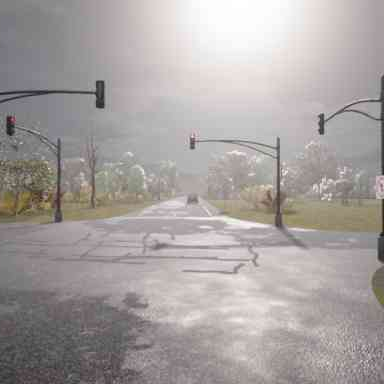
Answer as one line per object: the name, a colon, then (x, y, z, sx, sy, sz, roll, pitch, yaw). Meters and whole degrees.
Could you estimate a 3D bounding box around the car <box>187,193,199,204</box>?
car: (0.158, 1.291, 67.595, 2.150, 2.045, 5.566, 0, 0, 0)
